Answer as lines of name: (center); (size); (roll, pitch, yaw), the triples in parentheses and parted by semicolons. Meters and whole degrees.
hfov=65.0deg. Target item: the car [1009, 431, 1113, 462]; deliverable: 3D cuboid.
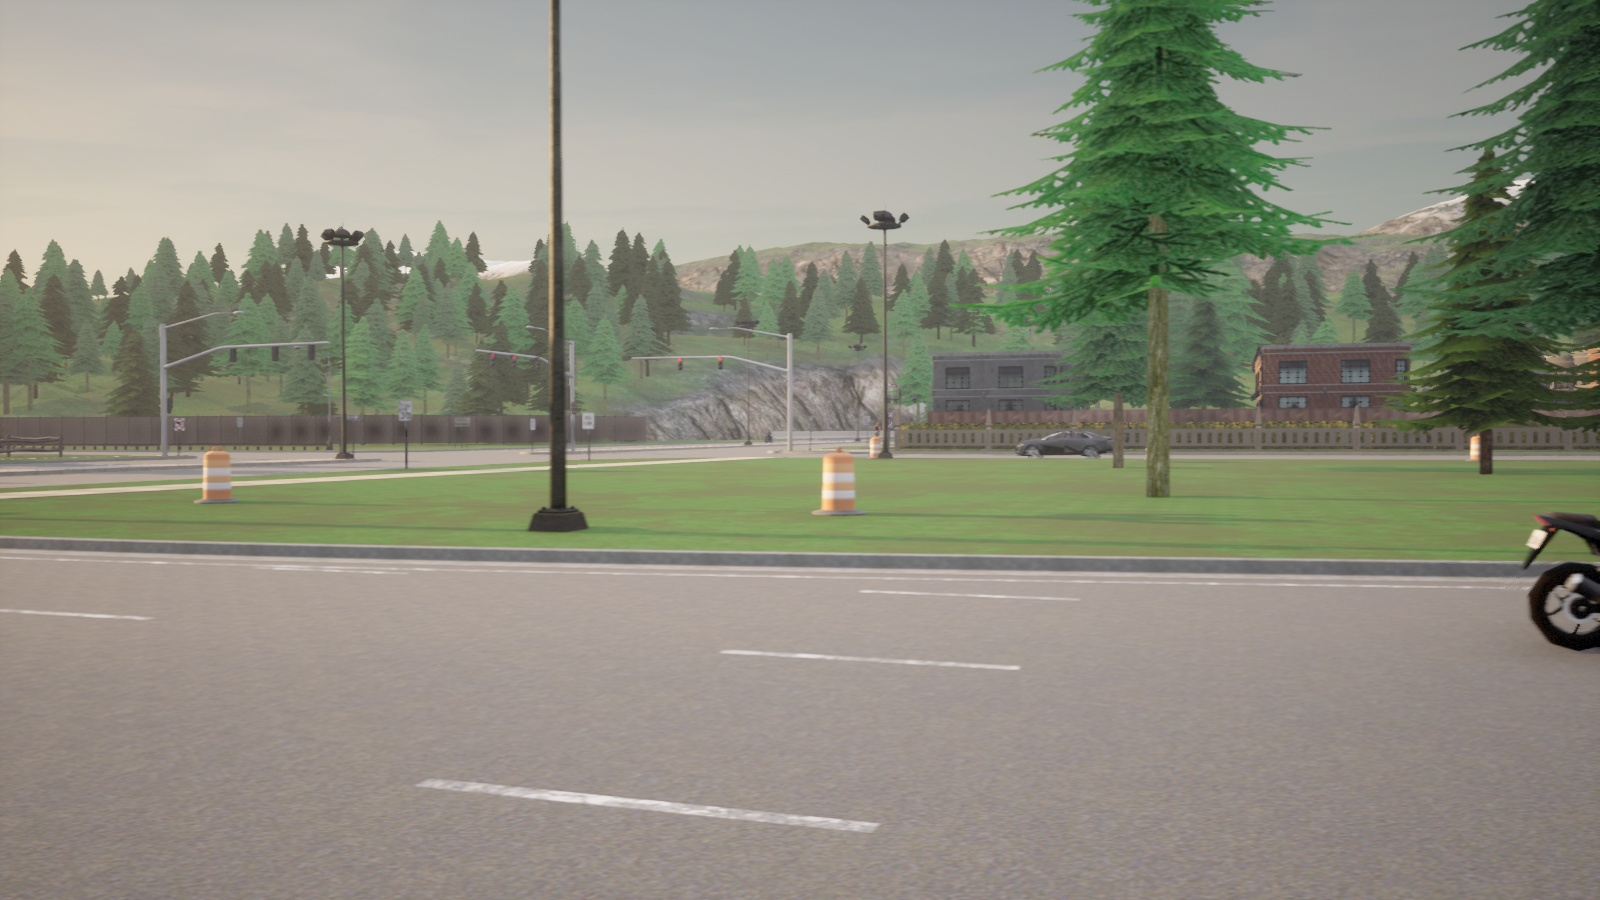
car: (13.211, -0.185, 63.553); (4.902, 1.511, 2.128); (1, 1, 18)

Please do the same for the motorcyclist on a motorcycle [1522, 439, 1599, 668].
motorcyclist on a motorcycle: (6.150, 0.695, 8.508); (2.044, 1.523, 0.797); (1, 1, 19)
